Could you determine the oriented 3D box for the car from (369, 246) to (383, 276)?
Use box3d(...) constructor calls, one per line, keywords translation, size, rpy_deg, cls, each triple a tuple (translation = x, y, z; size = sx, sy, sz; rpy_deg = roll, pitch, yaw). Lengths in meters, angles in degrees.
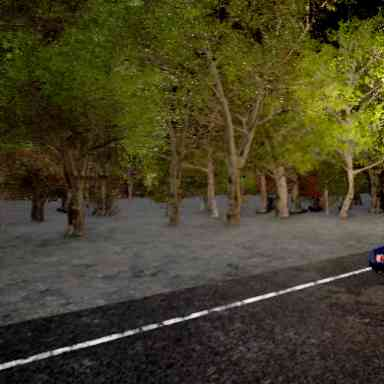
box3d(translation=(6.640, 1.594, 8.605), size=(4.718, 1.301, 1.895), rpy_deg=(0, 0, -35), cls="car")
